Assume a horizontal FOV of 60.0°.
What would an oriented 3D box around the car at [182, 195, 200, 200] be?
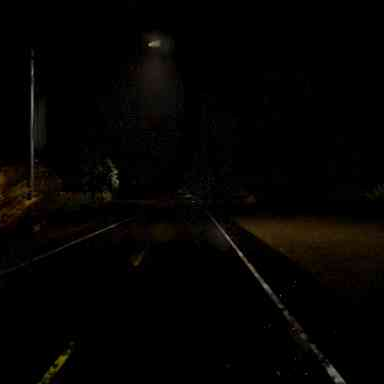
[{"bbox_3d":[-0.322,1.538,89.120,4.902,1.511,2.128,0,0,-1],"label":"car"}]
